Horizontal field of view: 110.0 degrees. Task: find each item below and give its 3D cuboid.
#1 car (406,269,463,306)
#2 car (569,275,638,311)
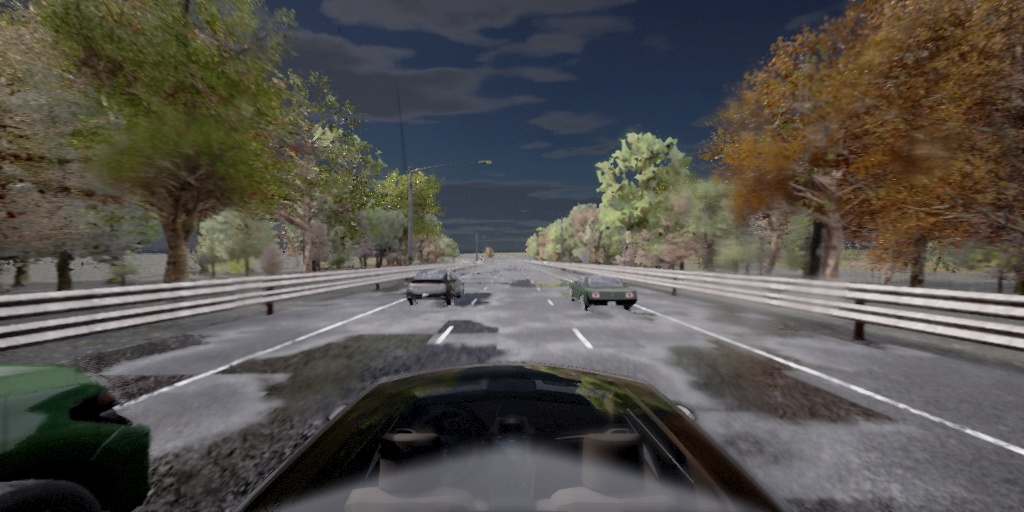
[{"bbox_3d":[-3.404,1.355,16.485,2.128,1.511,4.902,0,0,0],"label":"car"},{"bbox_3d":[3.596,1.454,15.112,1.895,1.301,4.718,0,0,0],"label":"car"}]
